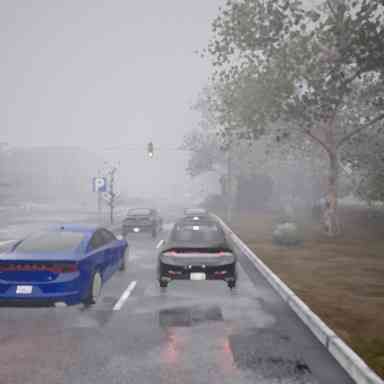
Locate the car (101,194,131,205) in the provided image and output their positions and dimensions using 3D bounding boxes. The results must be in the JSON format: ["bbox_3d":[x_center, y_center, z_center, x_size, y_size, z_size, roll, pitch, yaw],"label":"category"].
[{"bbox_3d":[-14.301,1.675,61.483,4.792,1.488,2.163,-1,0,-15],"label":"car"}]

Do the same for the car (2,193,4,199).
[{"bbox_3d":[-31.043,0.406,52.397,2.002,1.452,4.674,6,-3,-19],"label":"car"}]

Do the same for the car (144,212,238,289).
[{"bbox_3d":[0.138,1.554,9.339,2.128,1.511,4.902,0,0,0],"label":"car"}]

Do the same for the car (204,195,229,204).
[{"bbox_3d":[4.823,1.487,67.004,4.553,1.767,2.185,1,0,-13],"label":"car"}]

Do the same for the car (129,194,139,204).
[{"bbox_3d":[-13.649,1.648,64.474,5.366,1.575,1.946,-1,-1,-14],"label":"car"}]

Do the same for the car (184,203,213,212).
[{"bbox_3d":[0.245,1.641,20.104,1.837,1.490,4.892,0,0,1],"label":"car"}]

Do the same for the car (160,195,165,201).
[{"bbox_3d":[-10.796,1.521,88.417,5.566,2.045,2.435,-1,-1,-12],"label":"car"}]

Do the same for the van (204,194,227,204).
[{"bbox_3d":[4.433,1.373,64.036,4.442,1.987,1.878,1,0,-14],"label":"van"}]

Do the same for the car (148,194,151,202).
[{"bbox_3d":[-12.461,1.753,76.429,4.674,1.452,2.002,-1,0,-13],"label":"car"}]

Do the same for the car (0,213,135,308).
[{"bbox_3d":[-2.870,1.531,8.198,1.882,1.535,5.008,0,0,0],"label":"car"}]

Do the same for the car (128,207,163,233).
[{"bbox_3d":[-2.765,1.635,19.185,1.837,1.490,4.892,0,0,1],"label":"car"}]

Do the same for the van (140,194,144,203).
[{"bbox_3d":[-13.076,1.456,70.466,4.442,1.987,1.878,-1,-1,-14],"label":"van"}]

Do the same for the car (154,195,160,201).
[{"bbox_3d":[-11.253,1.798,85.410,4.674,1.452,2.002,-1,0,-12],"label":"car"}]

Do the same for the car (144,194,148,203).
[{"bbox_3d":[-12.841,1.700,73.435,4.892,1.521,2.231,-1,-1,-13],"label":"car"}]

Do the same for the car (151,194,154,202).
[{"bbox_3d":[-12.083,1.769,79.430,4.674,1.452,2.002,-1,-1,-13],"label":"car"}]
